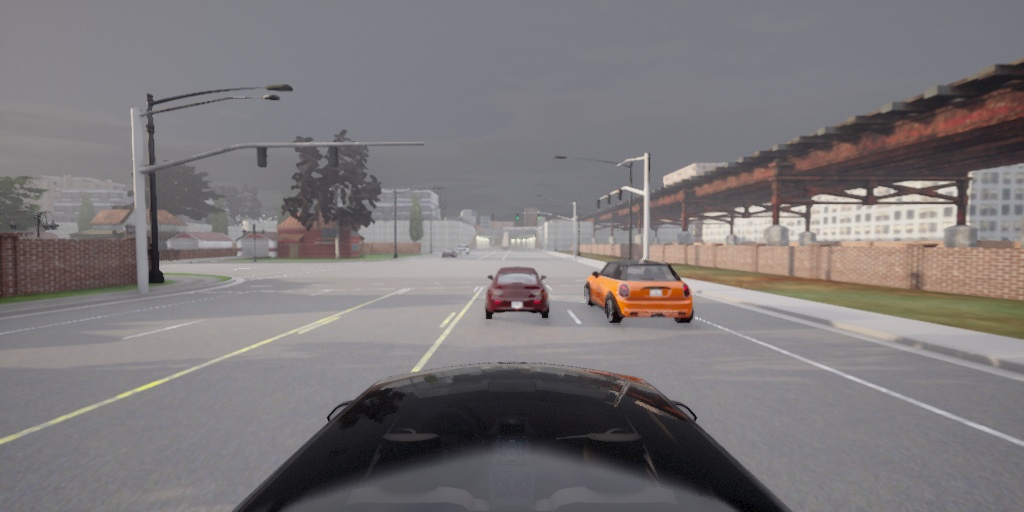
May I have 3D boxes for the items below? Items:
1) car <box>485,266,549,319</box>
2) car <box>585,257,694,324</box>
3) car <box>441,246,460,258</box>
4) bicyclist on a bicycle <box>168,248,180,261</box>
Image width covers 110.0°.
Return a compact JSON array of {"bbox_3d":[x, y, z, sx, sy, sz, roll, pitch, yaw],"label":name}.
[{"bbox_3d":[0.162,1.050,11.603,1.812,1.442,4.674,0,1,1],"label":"car"},{"bbox_3d":[3.656,0.887,11.147,2.097,1.767,4.553,0,1,1],"label":"car"},{"bbox_3d":[-10.072,-0.401,57.778,1.812,1.442,4.674,0,2,1],"label":"car"},{"bbox_3d":[-41.123,-0.172,43.593,0.582,1.620,1.656,0,2,-1],"label":"bicyclist on a bicycle"}]
